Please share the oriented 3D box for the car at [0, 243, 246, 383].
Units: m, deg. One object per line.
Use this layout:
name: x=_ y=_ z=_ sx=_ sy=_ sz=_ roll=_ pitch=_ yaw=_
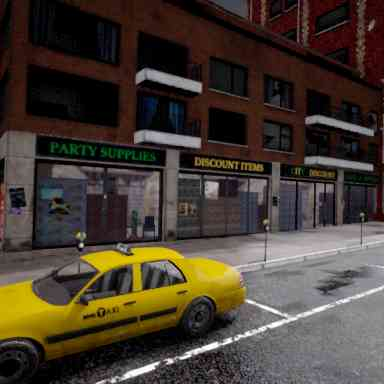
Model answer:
car: x=-1.309 y=1.526 z=5.138 sx=4.829 sy=1.417 sz=1.752 roll=0 pitch=2 yaw=-35
